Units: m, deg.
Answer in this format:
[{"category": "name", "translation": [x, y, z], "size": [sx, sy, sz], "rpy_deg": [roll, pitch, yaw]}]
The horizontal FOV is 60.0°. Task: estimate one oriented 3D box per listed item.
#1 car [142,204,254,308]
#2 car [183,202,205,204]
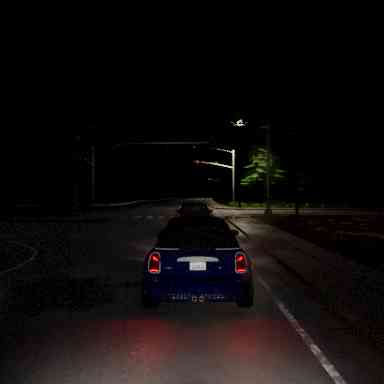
[{"category": "car", "translation": [0.106, 1.347, 8.093], "size": [2.097, 1.767, 4.553], "rpy_deg": [0, 0, 0]}, {"category": "car", "translation": [0.116, 1.338, 18.214], "size": [2.097, 1.767, 4.553], "rpy_deg": [0, 0, 0]}]
